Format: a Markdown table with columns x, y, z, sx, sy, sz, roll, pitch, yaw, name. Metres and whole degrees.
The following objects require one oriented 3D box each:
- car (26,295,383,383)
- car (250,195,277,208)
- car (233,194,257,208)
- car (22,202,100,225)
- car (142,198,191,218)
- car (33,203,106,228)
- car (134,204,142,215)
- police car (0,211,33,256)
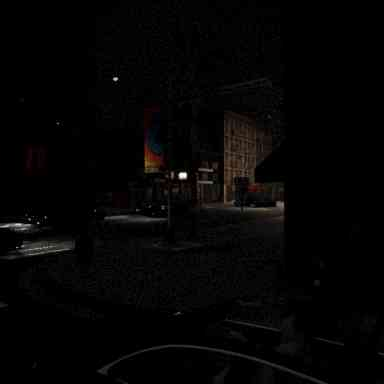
| x | y | z | sx | sy | sz | roll | pitch | yaw | name |
| --- | --- | --- | --- | --- | --- | --- | --- | --- | --- |
| 0.449 | 1.551 | 2.529 | 4.403 | 1.369 | 2.008 | 0 | 0 | 36 | car |
| 10.823 | 1.562 | 49.008 | 1.882 | 1.535 | 5.008 | 0 | 0 | 36 | car |
| 8.447 | 1.306 | 51.260 | 2.150 | 2.045 | 5.566 | 0 | -1 | 36 | car |
| -9.933 | 1.563 | 25.696 | 2.033 | 1.411 | 5.357 | 0 | 0 | 36 | car |
| -2.108 | 1.390 | 31.052 | 2.097 | 1.767 | 4.553 | 0 | 0 | 36 | car |
| -8.265 | 1.618 | 22.442 | 1.895 | 1.301 | 4.718 | 0 | 0 | 36 | car |
| -3.853 | 1.525 | 34.192 | 2.128 | 1.511 | 4.902 | 0 | 0 | 36 | car |
| -8.325 | 1.518 | 11.014 | 2.038 | 1.542 | 4.974 | 0 | 0 | 36 | police car |
